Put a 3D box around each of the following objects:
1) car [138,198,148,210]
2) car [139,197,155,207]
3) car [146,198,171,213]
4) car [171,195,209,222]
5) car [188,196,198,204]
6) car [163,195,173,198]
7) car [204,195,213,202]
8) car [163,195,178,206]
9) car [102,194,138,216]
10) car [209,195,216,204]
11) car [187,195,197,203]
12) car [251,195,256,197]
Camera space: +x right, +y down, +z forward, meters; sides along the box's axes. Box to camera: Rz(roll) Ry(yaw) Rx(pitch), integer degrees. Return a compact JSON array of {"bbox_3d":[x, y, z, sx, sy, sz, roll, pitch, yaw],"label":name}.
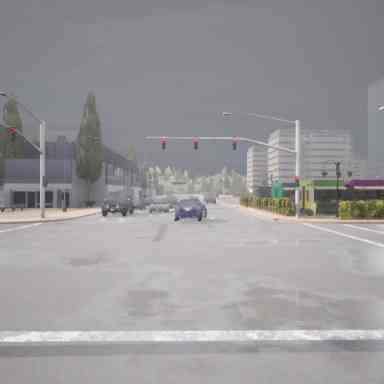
[{"bbox_3d":[-7.067,1.491,42.275,2.128,1.511,4.902,0,0,0],"label":"car"},{"bbox_3d":[-7.050,1.564,52.232,1.994,1.385,4.181,0,0,0],"label":"car"},{"bbox_3d":[-3.572,1.601,36.725,1.895,1.301,4.718,0,0,0],"label":"car"},{"bbox_3d":[-0.062,1.352,26.899,2.097,1.767,4.553,0,0,7],"label":"car"},{"bbox_3d":[0.156,1.477,63.117,1.882,1.535,5.008,0,0,0],"label":"car"},{"bbox_3d":[-3.563,1.505,46.040,1.837,1.490,4.892,0,0,0],"label":"car"},{"bbox_3d":[3.557,1.397,73.872,1.812,1.442,4.674,0,0,0],"label":"car"},{"bbox_3d":[-3.540,1.352,55.904,2.097,1.767,4.553,0,0,0],"label":"car"},{"bbox_3d":[-7.088,1.221,32.387,2.150,2.045,5.566,0,0,1],"label":"car"},{"bbox_3d":[3.549,1.491,63.596,2.128,1.511,4.902,0,0,0],"label":"car"},{"bbox_3d":[0.058,1.524,74.170,2.128,1.511,4.902,0,0,0],"label":"car"},{"bbox_3d":[17.836,1.153,86.753,4.605,1.855,1.932,0,0,-1],"label":"car"}]
